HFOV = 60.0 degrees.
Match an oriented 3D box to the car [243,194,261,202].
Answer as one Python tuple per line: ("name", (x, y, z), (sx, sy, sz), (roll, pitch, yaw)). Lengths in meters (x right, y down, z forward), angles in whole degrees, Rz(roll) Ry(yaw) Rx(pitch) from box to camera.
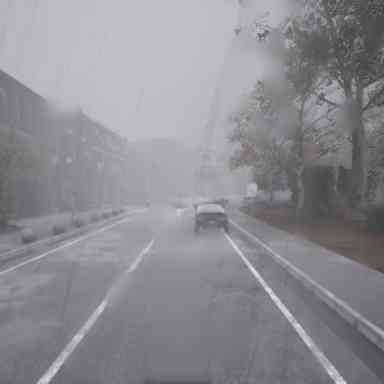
("car", (12.154, 1.115, 67.273), (1.837, 1.490, 4.892), (-1, 1, 40))

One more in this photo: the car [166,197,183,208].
("car", (-2.383, 1.444, 45.781), (1.837, 1.490, 4.892), (0, 0, 6))

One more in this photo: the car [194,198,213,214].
("car", (1.306, 1.424, 35.748), (1.882, 1.535, 5.008), (0, 0, 4))

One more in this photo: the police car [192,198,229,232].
("police car", (1.047, 1.397, 20.057), (1.930, 1.638, 5.238), (0, 0, 0))
